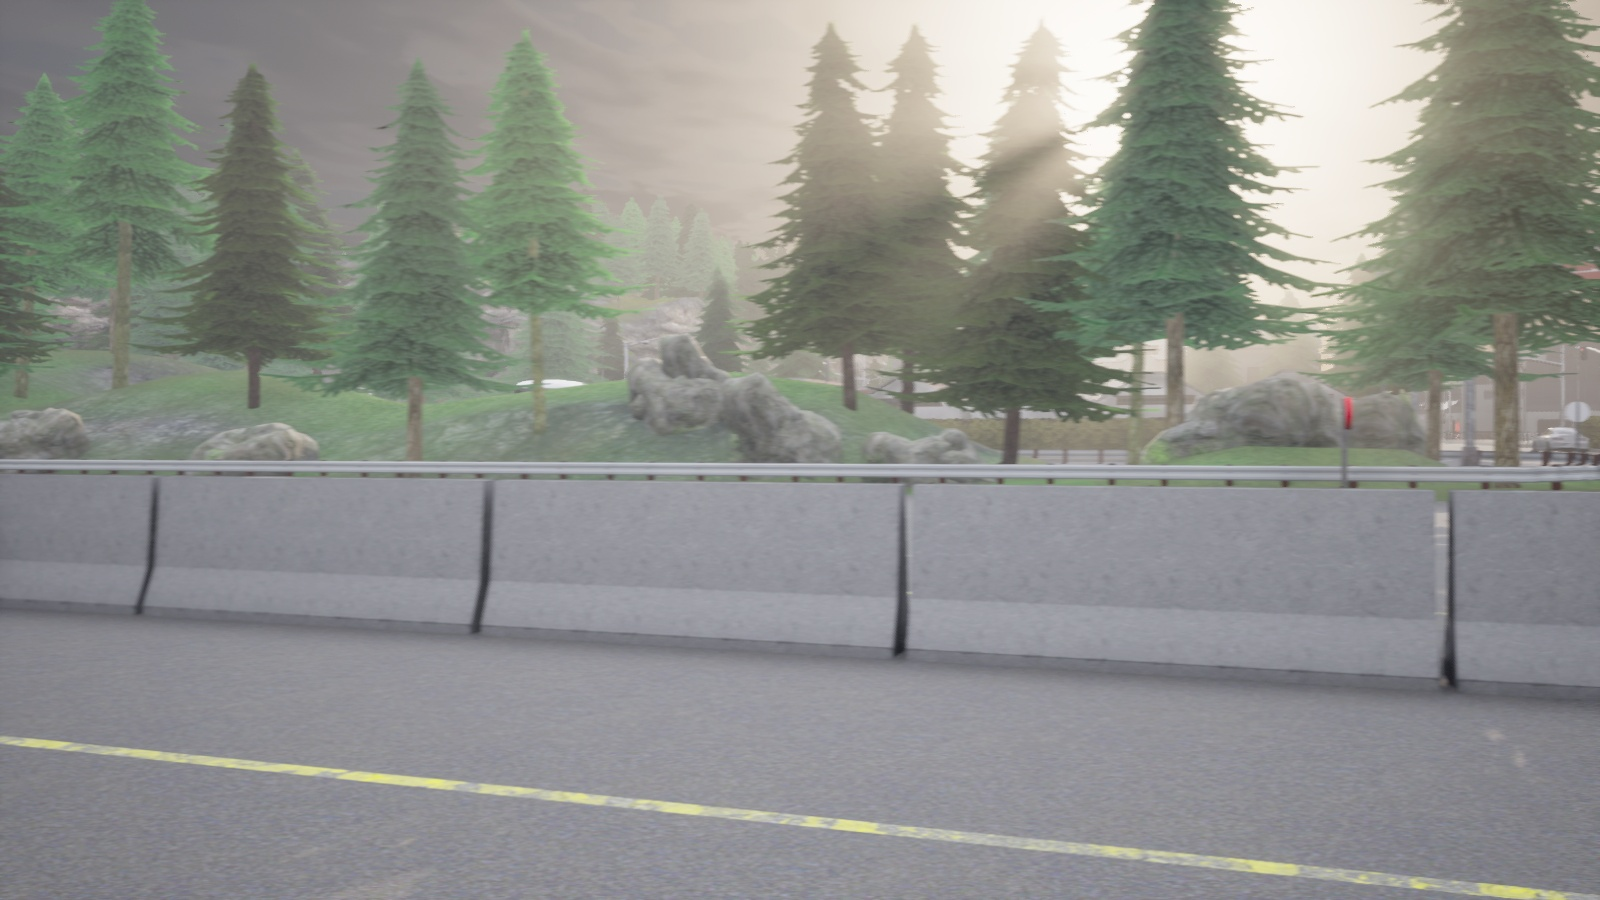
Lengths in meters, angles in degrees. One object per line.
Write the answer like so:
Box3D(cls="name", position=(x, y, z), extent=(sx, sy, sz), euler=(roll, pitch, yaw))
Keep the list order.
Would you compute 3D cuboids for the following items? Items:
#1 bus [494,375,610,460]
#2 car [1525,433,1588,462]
Box3D(cls="bus", position=(-13.112, -1.703, 67.567), extent=(3.944, 4.253, 10.273), euler=(0, 1, 2))
Box3D(cls="car", position=(39.780, -0.162, 66.115), extent=(1.812, 1.442, 4.674), euler=(2, 2, 18))
